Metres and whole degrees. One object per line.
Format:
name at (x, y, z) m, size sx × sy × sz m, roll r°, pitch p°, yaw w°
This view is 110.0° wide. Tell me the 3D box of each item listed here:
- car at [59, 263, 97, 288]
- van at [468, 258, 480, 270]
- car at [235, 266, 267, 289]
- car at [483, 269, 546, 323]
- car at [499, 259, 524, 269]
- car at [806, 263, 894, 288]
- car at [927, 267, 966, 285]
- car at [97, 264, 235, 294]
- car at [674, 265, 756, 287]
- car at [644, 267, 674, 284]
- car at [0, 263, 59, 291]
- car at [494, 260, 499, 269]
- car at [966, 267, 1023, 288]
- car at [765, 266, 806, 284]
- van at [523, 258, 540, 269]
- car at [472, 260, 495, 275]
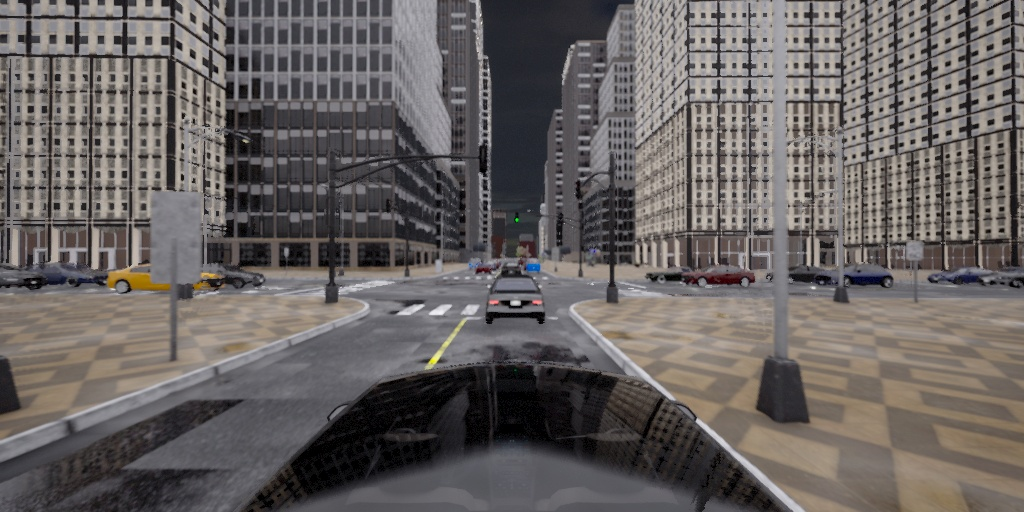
car at (-27.198, 1.150, 21.635) m, size 5.357 × 1.411 × 2.033 m, roll 0°, pitch 0°, yaw -1°
van at (-5.808, 1.254, 56.137) m, size 1.690 × 1.789 × 3.998 m, roll 0°, pitch 0°, yaw 0°
car at (-17.616, 1.206, 21.844) m, size 4.674 × 1.442 × 1.812 m, roll 0°, pitch 0°, yaw -1°
car at (0.093, 1.330, 12.233) m, size 2.033 × 1.411 × 5.357 m, roll 0°, pitch 0°, yaw 0°
car at (-0.071, 1.331, 36.117) m, size 1.882 × 1.535 × 5.008 m, roll 0°, pitch 0°, yaw 0°
car at (24.831, 1.366, 26.217) m, size 4.553 × 1.767 × 2.097 m, roll 0°, pitch 0°, yaw -1°
car at (37.432, 1.644, 29.768) m, size 4.674 × 1.442 × 1.812 m, roll 0°, pitch 0°, yaw -2°
car at (-17.759, 1.132, 18.589) m, size 5.008 × 1.535 × 1.882 m, roll 1°, pitch 0°, yaw -1°
car at (14.880, 1.427, 25.995) m, size 5.008 × 1.535 × 1.882 m, roll 0°, pitch 0°, yaw -1°
car at (13.352, 1.565, 29.227) m, size 4.718 × 1.301 × 1.895 m, roll 0°, pitch 0°, yaw -1°
car at (-27.020, 1.084, 18.390) m, size 4.892 × 1.490 × 1.837 m, roll 1°, pitch 0°, yaw -1°
car at (-3.187, 1.422, 50.537) m, size 1.812 × 1.442 × 4.674 m, roll 0°, pitch 0°, yaw 0°
car at (37.488, 1.585, 26.520) m, size 4.902 × 1.511 × 2.128 m, roll 0°, pitch 0°, yaw -2°
car at (23.481, 1.537, 29.435) m, size 4.892 × 1.490 × 1.837 m, roll 1°, pitch 0°, yaw -1°
van at (2.652, 1.221, 45.037) m, size 1.690 × 1.789 × 3.998 m, roll 0°, pitch 0°, yaw 0°
car at (-3.252, 1.471, 41.616) m, size 1.895 × 1.301 × 4.718 m, roll 0°, pitch 0°, yaw -2°
